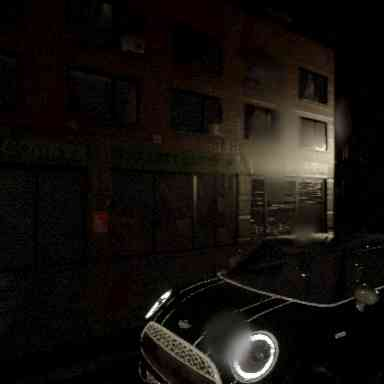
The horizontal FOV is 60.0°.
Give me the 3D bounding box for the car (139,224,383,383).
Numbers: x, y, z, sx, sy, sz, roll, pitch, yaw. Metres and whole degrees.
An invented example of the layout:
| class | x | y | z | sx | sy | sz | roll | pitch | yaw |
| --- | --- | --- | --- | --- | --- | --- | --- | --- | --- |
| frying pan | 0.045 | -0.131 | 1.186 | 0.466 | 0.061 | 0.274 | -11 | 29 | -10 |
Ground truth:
| class | x | y | z | sx | sy | sz | roll | pitch | yaw |
| --- | --- | --- | --- | --- | --- | --- | --- | --- | --- |
| car | 1.590 | 1.381 | 4.504 | 4.553 | 1.767 | 2.097 | 1 | 0 | -35 |
